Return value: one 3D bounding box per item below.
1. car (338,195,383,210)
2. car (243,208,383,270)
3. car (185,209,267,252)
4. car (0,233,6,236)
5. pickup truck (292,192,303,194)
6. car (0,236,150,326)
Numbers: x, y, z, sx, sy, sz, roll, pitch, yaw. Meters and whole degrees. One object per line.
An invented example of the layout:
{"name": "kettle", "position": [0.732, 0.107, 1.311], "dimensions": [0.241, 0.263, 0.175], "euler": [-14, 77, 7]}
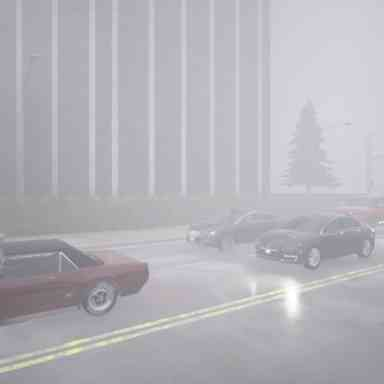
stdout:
{"name": "car", "position": [10.439, 1.214, 19.681], "dimensions": [5.566, 2.045, 2.150], "euler": [0, 0, -34]}
{"name": "car", "position": [4.232, 1.500, 11.158], "dimensions": [4.892, 1.490, 1.837], "euler": [0, 0, -34]}
{"name": "car", "position": [2.025, 1.488, 13.888], "dimensions": [4.902, 1.511, 2.128], "euler": [0, 0, -35]}
{"name": "car", "position": [-6.994, 1.505, 7.656], "dimensions": [4.892, 1.490, 1.837], "euler": [0, 0, -35]}
{"name": "pickup truck", "position": [24.499, 1.028, 77.956], "dimensions": [2.390, 2.098, 6.274], "euler": [0, 0, -5]}
{"name": "car", "position": [-3.267, 1.600, 5.976], "dimensions": [4.718, 1.301, 1.895], "euler": [0, 0, -35]}
